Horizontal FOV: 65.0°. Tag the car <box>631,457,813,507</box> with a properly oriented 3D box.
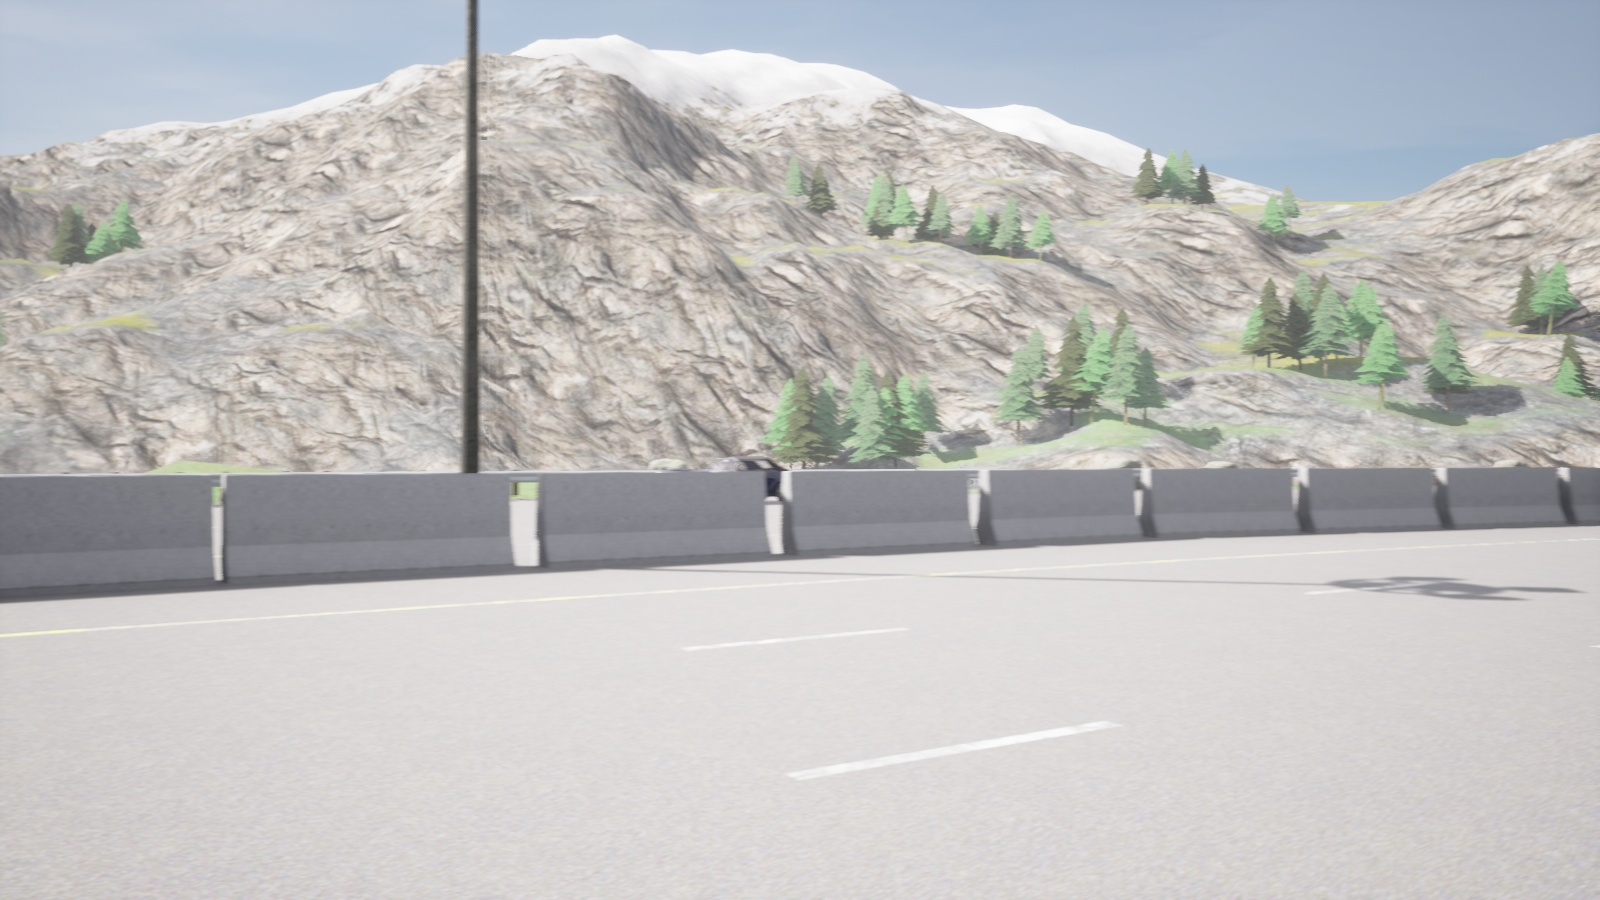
[{"bbox_3d":[-2.159,0.853,35.148,4.718,1.301,1.895,0,0,-29],"label":"car"}]
